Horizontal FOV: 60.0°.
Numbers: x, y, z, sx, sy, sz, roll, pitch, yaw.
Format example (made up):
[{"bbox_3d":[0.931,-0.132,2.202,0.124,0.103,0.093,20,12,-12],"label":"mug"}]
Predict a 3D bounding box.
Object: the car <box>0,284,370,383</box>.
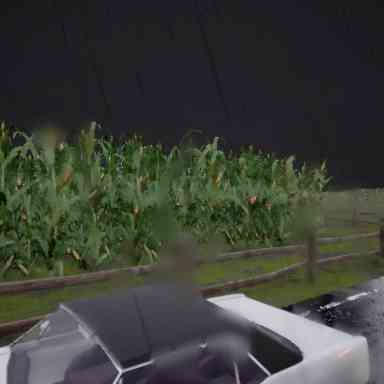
[{"bbox_3d":[-0.699,1.601,2.570,4.718,1.301,1.895,0,0,-35],"label":"car"}]
